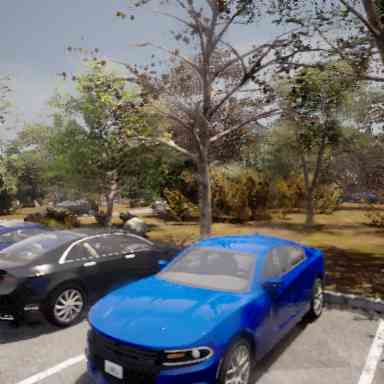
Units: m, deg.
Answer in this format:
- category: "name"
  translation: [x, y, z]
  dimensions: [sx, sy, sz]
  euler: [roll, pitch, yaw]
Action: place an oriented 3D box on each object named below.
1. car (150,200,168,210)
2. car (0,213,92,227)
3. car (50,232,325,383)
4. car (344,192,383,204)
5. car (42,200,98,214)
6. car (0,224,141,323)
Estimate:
- category: "car"
  translation: [-2.930, 1.328, 38.928]
  dimensions: [1.812, 1.442, 4.674]
  euler: [-4, -1, 35]
- category: "car"
  translation: [-4.666, 1.558, 9.138]
  dimensions: [2.002, 1.452, 4.674]
  euler: [0, 0, 36]
- category: "car"
  translation: [0.672, 1.490, 5.343]
  dimensions: [2.097, 1.535, 5.008]
  euler: [0, 0, 35]
- category: "car"
  translation: [21.163, 0.810, 40.680]
  dimensions: [4.892, 1.490, 1.837]
  euler: [-1, 0, 36]
- category: "car"
  translation: [-10.321, 1.452, 28.361]
  dimensions: [2.128, 1.511, 4.902]
  euler: [-4, -1, 34]
- category: "car"
  translation: [-2.000, 1.505, 7.234]
  dimensions: [2.231, 1.521, 4.892]
  euler: [0, 0, 35]
